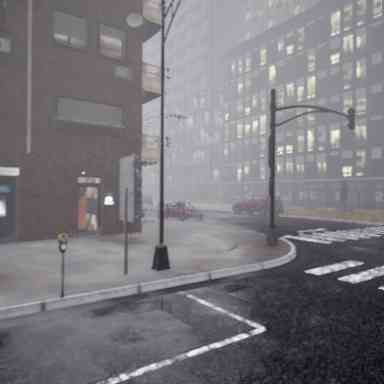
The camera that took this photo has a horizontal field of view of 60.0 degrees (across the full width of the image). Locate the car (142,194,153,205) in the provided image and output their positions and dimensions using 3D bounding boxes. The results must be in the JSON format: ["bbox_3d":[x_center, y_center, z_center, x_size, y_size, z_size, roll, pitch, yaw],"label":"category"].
[{"bbox_3d":[-7.241,1.034,47.231,1.967,1.590,4.097,1,0,-36],"label":"car"}]

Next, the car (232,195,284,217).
[{"bbox_3d":[5.777,1.164,29.321,2.192,1.841,5.009,1,0,-36],"label":"car"}]

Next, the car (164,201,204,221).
[{"bbox_3d":[-0.833,1.364,24.563,1.802,1.307,4.206,1,0,-36],"label":"car"}]
